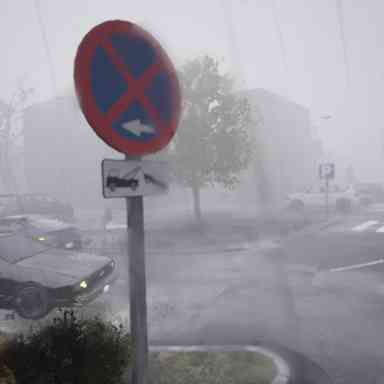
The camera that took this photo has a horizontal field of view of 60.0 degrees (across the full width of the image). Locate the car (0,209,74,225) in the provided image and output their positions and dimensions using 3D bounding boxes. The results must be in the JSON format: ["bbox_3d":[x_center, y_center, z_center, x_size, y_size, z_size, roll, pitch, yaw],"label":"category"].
[{"bbox_3d":[-5.839,1.505,11.407,4.674,1.442,1.812,-1,2,28],"label":"car"}]

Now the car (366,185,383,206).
[{"bbox_3d":[13.990,0.452,30.476,5.366,1.575,1.946,-2,1,19],"label":"car"}]

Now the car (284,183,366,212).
[{"bbox_3d":[9.996,0.426,25.865,5.566,2.045,2.435,-2,1,19],"label":"car"}]

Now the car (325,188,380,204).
[{"bbox_3d":[15.705,0.394,32.873,4.674,1.452,2.002,-2,1,19],"label":"car"}]

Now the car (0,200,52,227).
[{"bbox_3d":[-12.469,1.423,23.400,2.163,1.488,4.792,-1,1,17],"label":"car"}]

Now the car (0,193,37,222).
[{"bbox_3d":[-14.828,1.171,25.203,2.435,2.045,5.566,-1,1,18],"label":"car"}]

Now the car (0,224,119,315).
[{"bbox_3d":[-4.345,1.585,6.879,5.357,1.411,2.033,-2,1,7],"label":"car"}]

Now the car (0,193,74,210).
[{"bbox_3d":[-10.143,1.113,21.644,2.435,2.045,5.566,-1,1,18],"label":"car"}]

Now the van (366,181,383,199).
[{"bbox_3d":[17.479,0.026,35.228,4.442,1.987,1.878,-2,1,19],"label":"van"}]
